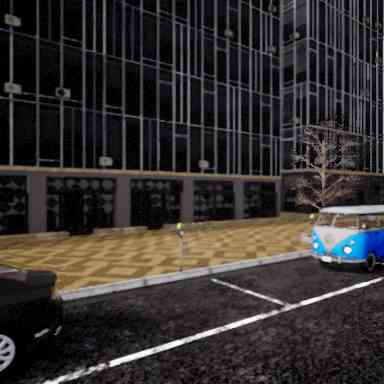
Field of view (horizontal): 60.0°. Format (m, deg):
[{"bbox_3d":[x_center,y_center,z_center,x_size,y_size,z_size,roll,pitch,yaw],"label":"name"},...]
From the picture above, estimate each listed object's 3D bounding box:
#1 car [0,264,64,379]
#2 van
[{"bbox_3d":[-3.825,1.552,3.830,4.403,1.369,2.008,0,0,-35],"label":"car"},{"bbox_3d":[5.446,1.333,10.440,3.998,1.788,1.690,0,0,-35],"label":"van"}]
